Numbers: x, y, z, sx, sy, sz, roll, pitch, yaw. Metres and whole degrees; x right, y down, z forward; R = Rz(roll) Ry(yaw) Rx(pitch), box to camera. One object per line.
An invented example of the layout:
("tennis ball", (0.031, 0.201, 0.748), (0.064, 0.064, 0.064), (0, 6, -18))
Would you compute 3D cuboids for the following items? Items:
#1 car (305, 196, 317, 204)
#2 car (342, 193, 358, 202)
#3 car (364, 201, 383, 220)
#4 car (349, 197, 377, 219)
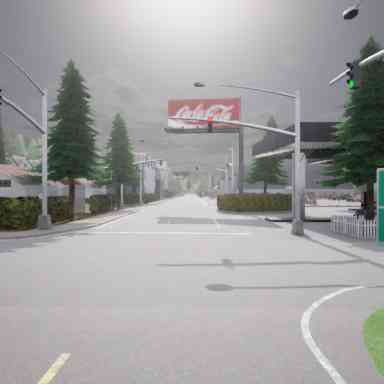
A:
("car", (22.532, 1.553, 64.012), (1.970, 1.475, 3.806), (0, 0, 0))
("car", (34.940, 1.490, 71.797), (2.007, 1.523, 4.514), (0, 0, 0))
("car", (18.709, 1.672, 30.617), (4.611, 1.667, 2.242), (0, 0, 0))
("car", (14.379, 1.505, 24.949), (3.866, 1.878, 1.905), (0, 0, 0))
